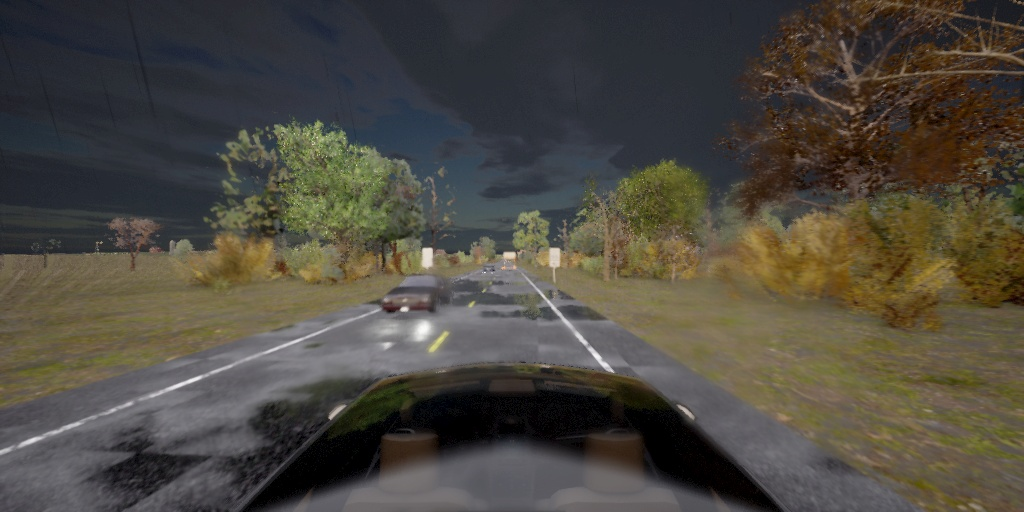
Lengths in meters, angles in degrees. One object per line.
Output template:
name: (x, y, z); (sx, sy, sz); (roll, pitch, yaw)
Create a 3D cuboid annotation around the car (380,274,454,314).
car: (-3.618, 1.443, 14.767); (2.033, 1.411, 5.357); (0, -1, 0)

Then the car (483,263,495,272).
car: (-3.870, 1.949, 60.441); (2.033, 1.411, 5.357); (0, -1, 0)
